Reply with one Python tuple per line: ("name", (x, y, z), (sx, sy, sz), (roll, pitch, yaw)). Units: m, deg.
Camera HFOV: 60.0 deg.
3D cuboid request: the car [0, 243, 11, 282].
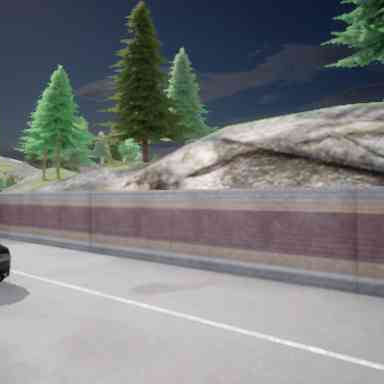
("car", (-6.633, 1.611, 8.771), (4.892, 1.490, 1.837), (0, 0, 36))
